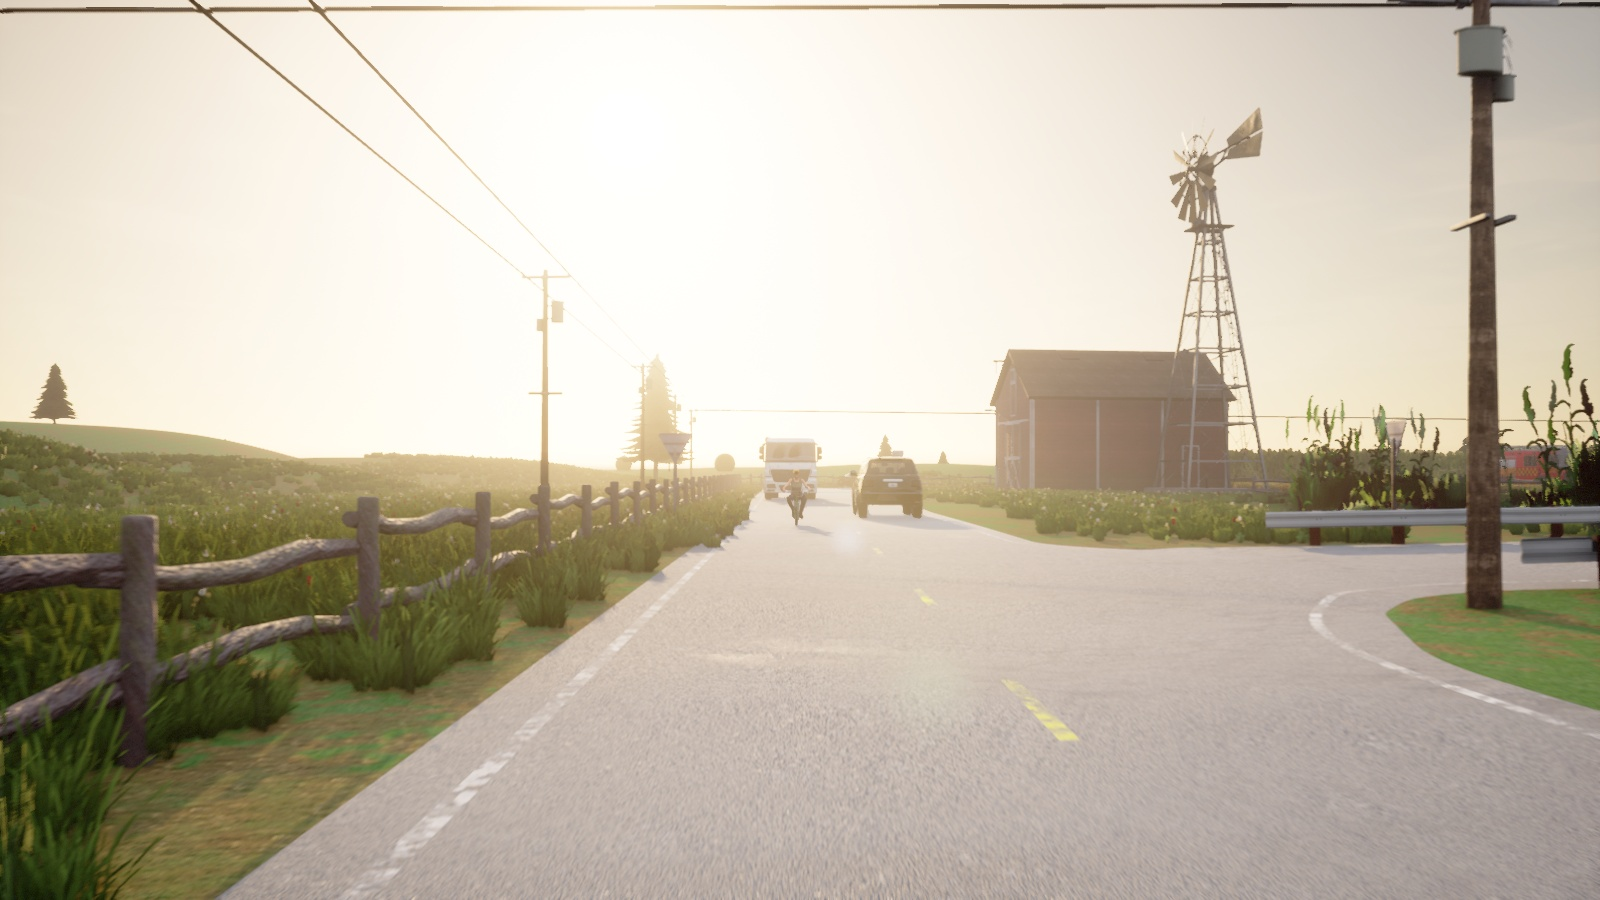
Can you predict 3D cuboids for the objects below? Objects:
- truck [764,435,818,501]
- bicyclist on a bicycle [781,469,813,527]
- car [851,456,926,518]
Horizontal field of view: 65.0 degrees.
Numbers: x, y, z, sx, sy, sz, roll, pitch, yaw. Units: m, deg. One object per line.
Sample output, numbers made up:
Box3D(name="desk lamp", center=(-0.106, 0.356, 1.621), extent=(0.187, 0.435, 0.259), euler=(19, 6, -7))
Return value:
Box3D(name="truck", center=(-0.539, 1.024, 70.789), extent=(2.891, 3.462, 7.936), euler=(0, -1, -1))
Box3D(name="bicyclist on a bicycle", center=(-0.086, 1.352, 35.735), extent=(0.866, 1.612, 1.509), euler=(0, -1, 0))
Box3D(name="car", center=(3.018, 1.260, 43.995), extent=(2.150, 2.045, 5.566), euler=(0, -1, -1))
